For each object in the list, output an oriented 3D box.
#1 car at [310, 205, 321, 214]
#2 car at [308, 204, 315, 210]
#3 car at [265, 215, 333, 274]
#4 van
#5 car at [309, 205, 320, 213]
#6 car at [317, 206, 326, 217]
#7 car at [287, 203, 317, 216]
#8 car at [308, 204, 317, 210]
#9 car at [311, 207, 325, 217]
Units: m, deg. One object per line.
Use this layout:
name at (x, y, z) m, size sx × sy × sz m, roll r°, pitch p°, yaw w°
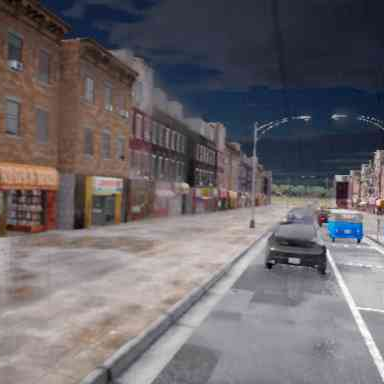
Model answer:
car at (22.958, 3.228, 61.878) m, size 1.752 × 1.417 × 4.829 m, roll 1°, pitch -1°, yaw 18°
car at (31.608, 3.965, 87.964) m, size 1.802 × 1.307 × 4.206 m, roll 1°, pitch -1°, yaw 18°
car at (3.743, 1.804, 11.943) m, size 1.837 × 1.490 × 4.892 m, roll 2°, pitch -1°, yaw 18°
van at (8.981, 1.955, 19.723) m, size 1.690 × 1.788 × 3.998 m, roll 1°, pitch -1°, yaw 18°
car at (24.645, 3.386, 66.966) m, size 2.008 × 1.369 × 4.403 m, roll 1°, pitch -1°, yaw 18°
car at (12.463, 2.200, 30.223) m, size 2.192 × 1.841 × 5.009 m, roll 1°, pitch -1°, yaw 18°
car at (9.041, 2.062, 27.896) m, size 2.097 × 1.767 × 4.553 m, roll 2°, pitch -1°, yaw 18°
car at (29.868, 3.812, 82.714) m, size 1.947 × 1.339 × 4.313 m, roll 1°, pitch -1°, yaw 18°
car at (19.422, 3.009, 51.217) m, size 1.802 × 1.307 × 4.206 m, roll 1°, pitch -1°, yaw 18°
